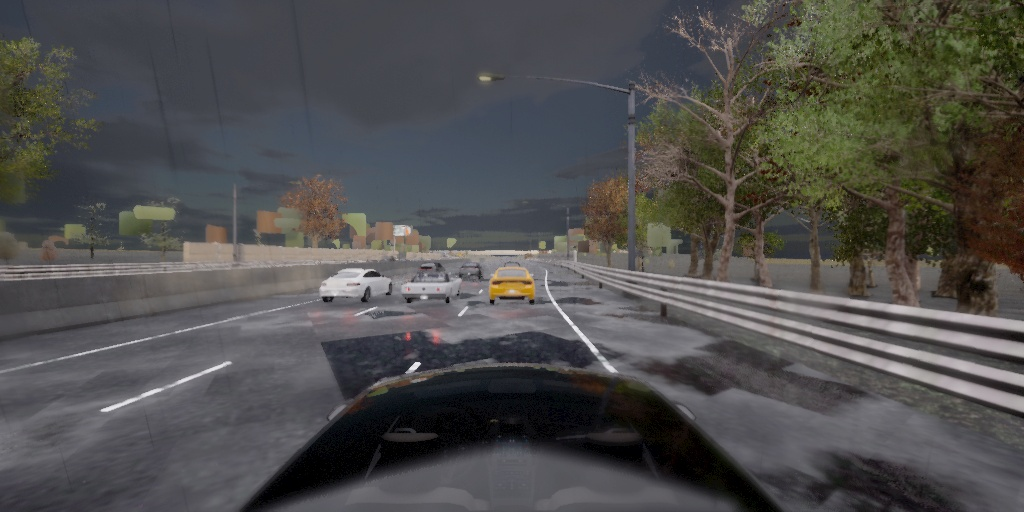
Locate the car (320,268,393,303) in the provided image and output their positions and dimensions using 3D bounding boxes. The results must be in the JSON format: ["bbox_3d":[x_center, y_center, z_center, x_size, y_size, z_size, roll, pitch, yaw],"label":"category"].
[{"bbox_3d":[-7.000,1.283,16.501,1.812,1.442,4.674,0,0,0],"label":"car"}]

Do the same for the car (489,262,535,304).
[{"bbox_3d":[0.000,1.234,16.501,1.882,1.535,5.008,0,0,0],"label":"car"}]

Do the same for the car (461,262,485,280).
[{"bbox_3d":[-3.500,1.254,31.501,2.128,1.511,4.902,0,0,0],"label":"car"}]

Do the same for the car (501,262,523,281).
[{"bbox_3d":[0.000,1.276,31.501,1.837,1.490,4.892,0,0,0],"label":"car"}]

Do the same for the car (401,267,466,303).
[{"bbox_3d":[-3.500,1.366,16.531,1.895,1.301,4.718,0,0,0],"label":"car"}]

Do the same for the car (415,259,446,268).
[{"bbox_3d":[-7.000,1.275,31.501,1.837,1.490,4.892,0,0,0],"label":"car"}]
